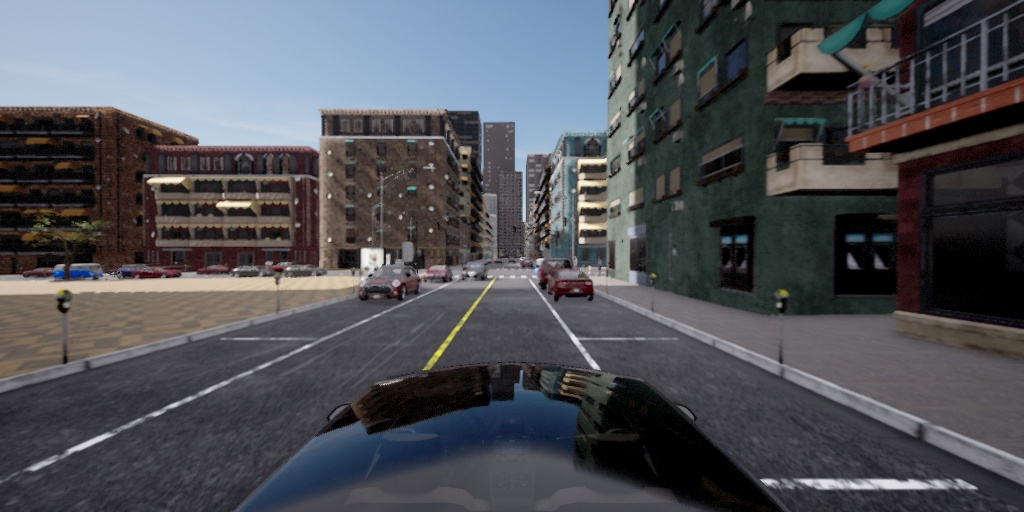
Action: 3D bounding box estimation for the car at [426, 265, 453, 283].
[{"bbox_3d":[-5.704,1.326,28.179,1.802,1.307,4.207,0,0,0],"label":"car"}]

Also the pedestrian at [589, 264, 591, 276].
[{"bbox_3d":[7.121,1.274,32.744,0.500,1.100,0.500,0,0,0],"label":"pedestrian"}]

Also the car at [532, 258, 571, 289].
[{"bbox_3d":[2.679,1.060,22.654,2.192,1.841,5.009,0,0,0],"label":"car"}]

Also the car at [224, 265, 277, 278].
[{"bbox_3d":[-27.979,1.711,38.898,4.403,1.370,2.007,0,0,0],"label":"car"}]

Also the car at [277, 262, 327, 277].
[{"bbox_3d":[-22.410,1.630,38.941,4.403,1.370,2.007,0,0,0],"label":"car"}]

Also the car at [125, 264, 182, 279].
[{"bbox_3d":[-38.409,1.856,38.865,4.507,1.381,1.888,0,0,0],"label":"car"}]

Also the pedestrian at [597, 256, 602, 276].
[{"bbox_3d":[8.121,0.911,33.342,0.375,1.860,0.375,0,0,0],"label":"pedestrian"}]

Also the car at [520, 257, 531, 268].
[{"bbox_3d":[2.663,1.330,60.576,1.802,1.307,4.207,0,0,0],"label":"car"}]

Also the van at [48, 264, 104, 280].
[{"bbox_3d":[-46.869,1.775,38.857,3.998,1.789,1.690,0,0,0],"label":"van"}]

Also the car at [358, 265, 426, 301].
[{"bbox_3d":[-5.700,1.185,17.123,1.967,1.591,4.097,0,0,0],"label":"car"}]

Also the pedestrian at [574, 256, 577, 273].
[{"bbox_3d":[6.066,0.890,33.941,0.375,1.860,0.375,0,0,0],"label":"pedestrian"}]

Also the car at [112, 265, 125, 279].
[{"bbox_3d":[-42.632,1.704,41.537,4.553,1.767,2.097,-1,0,0],"label":"car"}]

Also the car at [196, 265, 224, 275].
[{"bbox_3d":[-39.184,1.838,47.402,4.207,1.307,1.802,0,0,0],"label":"car"}]

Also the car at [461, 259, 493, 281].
[{"bbox_3d":[-3.041,1.236,29.906,2.128,1.511,4.902,0,0,1],"label":"car"}]

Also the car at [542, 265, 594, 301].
[{"bbox_3d":[2.682,1.291,17.126,1.888,1.381,4.507,0,0,0],"label":"car"}]
